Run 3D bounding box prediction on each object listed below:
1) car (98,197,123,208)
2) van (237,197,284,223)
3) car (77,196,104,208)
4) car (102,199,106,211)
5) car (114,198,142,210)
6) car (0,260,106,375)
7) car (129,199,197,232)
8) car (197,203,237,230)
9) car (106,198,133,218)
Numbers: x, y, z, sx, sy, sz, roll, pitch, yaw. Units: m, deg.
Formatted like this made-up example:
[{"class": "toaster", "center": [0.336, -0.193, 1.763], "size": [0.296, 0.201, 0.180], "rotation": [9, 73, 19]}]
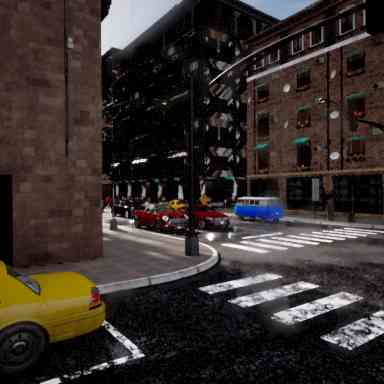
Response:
[{"class": "car", "center": [-11.725, 1.462, 47.837], "size": [1.887, 1.381, 4.507], "rotation": [-1, 0, -36]}, {"class": "van", "center": [4.926, 1.280, 24.944], "size": [1.690, 1.788, 3.998], "rotation": [0, 0, -36]}, {"class": "car", "center": [-14.368, 1.429, 46.970], "size": [2.128, 1.511, 4.902], "rotation": [-1, 0, -35]}, {"class": "car", "center": [-11.881, 1.182, 38.219], "size": [2.150, 2.045, 5.566], "rotation": [-1, 0, -36]}, {"class": "car", "center": [-8.395, 1.463, 43.258], "size": [1.887, 1.381, 4.507], "rotation": [-1, 0, -36]}, {"class": "car", "center": [-3.554, 1.525, 4.029], "size": [4.829, 1.417, 1.752], "rotation": [0, 0, -36]}, {"class": "car", "center": [-1.863, 1.440, 20.030], "size": [1.967, 1.590, 4.097], "rotation": [0, 0, -36]}, {"class": "car", "center": [0.437, 1.508, 21.274], "size": [1.812, 1.442, 4.674], "rotation": [-1, 0, -34]}, {"class": "car", "center": [-5.609, 1.473, 29.581], "size": [1.837, 1.490, 4.892], "rotation": [-1, 0, -36]}]
